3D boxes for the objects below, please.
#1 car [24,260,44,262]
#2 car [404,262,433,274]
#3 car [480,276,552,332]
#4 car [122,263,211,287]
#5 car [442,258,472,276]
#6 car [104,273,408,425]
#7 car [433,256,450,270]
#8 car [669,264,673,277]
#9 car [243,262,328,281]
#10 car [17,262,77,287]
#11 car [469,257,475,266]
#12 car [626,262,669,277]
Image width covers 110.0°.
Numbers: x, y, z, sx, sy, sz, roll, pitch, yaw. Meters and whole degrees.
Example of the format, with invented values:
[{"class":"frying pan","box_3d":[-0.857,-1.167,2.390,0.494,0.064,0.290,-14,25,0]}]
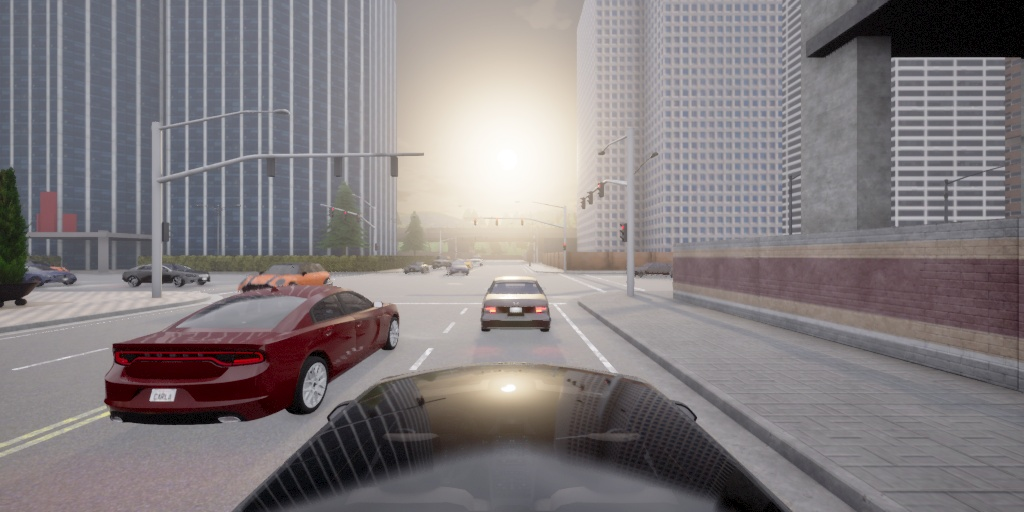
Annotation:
[{"class":"car","box_3d":[-36.538,1.102,27.176,4.553,1.767,2.097,0,0,0]},{"class":"car","box_3d":[-10.563,1.315,39.912,1.994,1.385,4.181,0,0,0]},{"class":"car","box_3d":[0.092,1.297,10.842,2.033,1.411,5.357,0,0,0]},{"class":"car","box_3d":[-22.785,1.241,23.758,4.902,1.511,2.128,0,0,1]},{"class":"car","box_3d":[-5.712,1.275,36.932,1.812,1.442,4.674,-1,0,-17]},{"class":"car","box_3d":[-3.439,1.228,6.030,1.882,1.535,5.008,0,0,0]},{"class":"car","box_3d":[-10.558,0.971,54.083,2.150,2.045,5.566,0,0,-1]},{"class":"car","box_3d":[15.002,1.275,27.605,4.674,1.442,1.812,0,0,1]},{"class":"car","box_3d":[-10.587,1.102,17.063,2.097,1.767,4.553,0,0,0]},{"class":"car","box_3d":[-31.876,1.276,23.710,4.674,1.442,1.812,0,0,0]},{"class":"car","box_3d":[-7.046,1.227,53.295,1.882,1.535,5.008,0,0,0]},{"class":"car","box_3d":[13.922,1.297,34.818,5.357,1.411,2.033,0,0,0]}]
